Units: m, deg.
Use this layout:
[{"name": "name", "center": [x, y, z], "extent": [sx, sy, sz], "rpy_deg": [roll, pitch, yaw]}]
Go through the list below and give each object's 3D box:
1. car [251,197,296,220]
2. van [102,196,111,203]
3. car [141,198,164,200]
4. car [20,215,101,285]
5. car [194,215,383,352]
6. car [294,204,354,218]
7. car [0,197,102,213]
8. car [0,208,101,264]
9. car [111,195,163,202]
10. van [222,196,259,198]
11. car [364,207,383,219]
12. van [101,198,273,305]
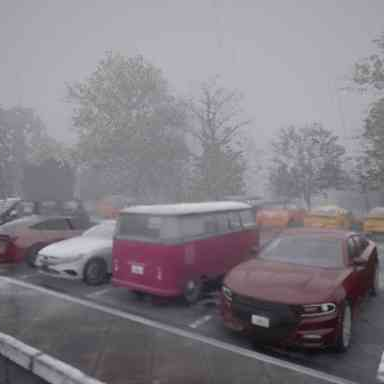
[{"name": "car", "center": [5.607, 1.359, 20.291], "extent": [2.185, 1.767, 4.553], "rpy_deg": [0, 0, 36]}, {"name": "van", "center": [-5.673, 1.292, 28.532], "extent": [1.878, 1.987, 4.442], "rpy_deg": [0, 0, 36]}, {"name": "car", "center": [-1.243, 1.489, 24.995], "extent": [1.946, 1.575, 5.366], "rpy_deg": [0, 0, 36]}, {"name": "car", "center": [-2.138, 1.527, 9.791], "extent": [2.002, 1.452, 4.674], "rpy_deg": [0, 0, 36]}, {"name": "car", "center": [2.382, 1.483, 6.565], "extent": [2.097, 1.535, 5.008], "rpy_deg": [0, 0, 36]}, {"name": "car", "center": [7.774, 1.483, 18.774], "extent": [2.097, 1.535, 5.008], "rpy_deg": [0, 0, 36]}, {"name": "car", "center": [-6.674, 1.239, 12.993], "extent": [2.435, 2.045, 5.566], "rpy_deg": [0, 0, 36]}, {"name": "car", "center": [-4.381, 1.518, 11.426], "extent": [2.163, 1.488, 4.792], "rpy_deg": [0, 0, 36]}, {"name": "car", "center": [-3.372, 1.248, 26.778], "extent": [2.435, 2.045, 5.566], "rpy_deg": [-1, 0, 36]}, {"name": "van", "center": [3.439, 1.261, 22.022], "extent": [1.878, 1.987, 4.442], "rpy_deg": [0, 0, 36]}, {"name": "car", "center": [10.131, 1.482, 17.091], "extent": [2.097, 1.535, 5.008], "rpy_deg": [0, 0, 36]}, {"name": "van", "center": [0.187, 1.259, 8.270], "extent": [1.878, 1.987, 4.442], "rpy_deg": [0, 0, 36]}]
